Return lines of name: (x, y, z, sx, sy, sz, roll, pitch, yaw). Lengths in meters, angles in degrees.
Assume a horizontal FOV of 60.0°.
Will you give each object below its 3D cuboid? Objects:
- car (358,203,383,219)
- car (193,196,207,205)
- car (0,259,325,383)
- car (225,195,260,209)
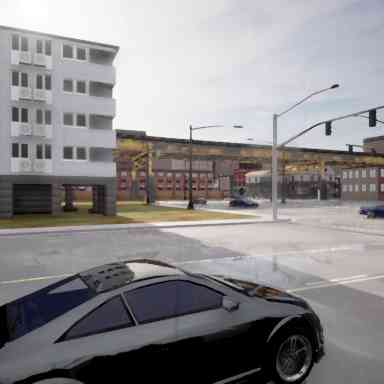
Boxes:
car: (16.137, 1.547, 26.613, 2.033, 1.411, 5.357, 0, 0, -26)
car: (1.351, 1.525, 59.461, 1.812, 1.442, 4.674, 0, 0, -11)
car: (-0.379, 1.564, 4.054, 4.181, 1.385, 1.994, 0, 0, -30)
car: (7.087, 1.547, 45.618, 2.033, 1.411, 5.357, 0, 0, -25)
